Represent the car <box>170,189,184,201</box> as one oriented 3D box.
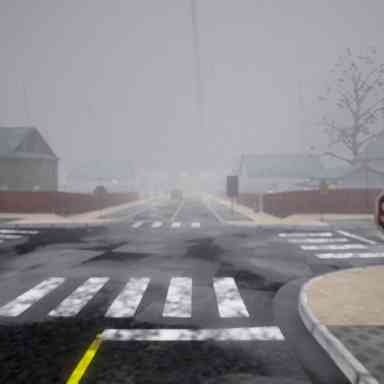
[{"bbox_3d":[-2.761,0.504,61.525,2.150,2.045,5.566,0,0,0],"label":"car"}]
